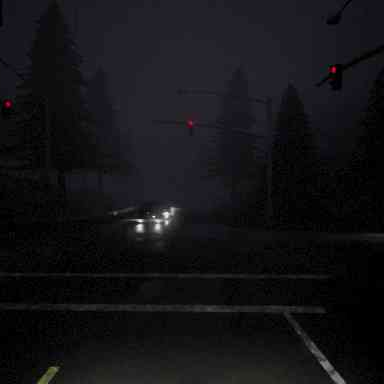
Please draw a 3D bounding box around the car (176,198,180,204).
[{"bbox_3d":[-4.055,1.564,61.744,1.994,1.385,4.181,0,0,-39],"label":"car"}]

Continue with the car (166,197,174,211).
[{"bbox_3d":[-3.624,1.601,40.525,1.895,1.301,4.718,0,0,0],"label":"car"}]

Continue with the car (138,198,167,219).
[{"bbox_3d":[-3.621,1.507,29.646,1.837,1.490,4.892,0,-1,0],"label":"car"}]

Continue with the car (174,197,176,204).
[{"bbox_3d":[-3.849,1.601,50.700,1.895,1.301,4.718,0,0,-7],"label":"car"}]
